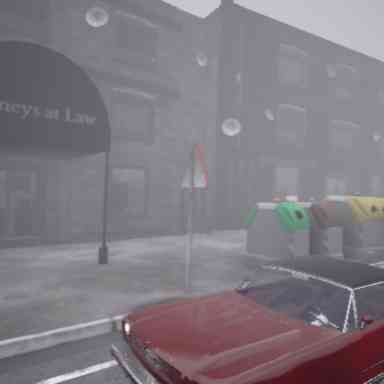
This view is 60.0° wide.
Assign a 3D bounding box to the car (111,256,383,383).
[{"bbox_3d":[1.467,1.616,4.266,4.718,1.301,1.895,0,0,-34],"label":"car"}]
